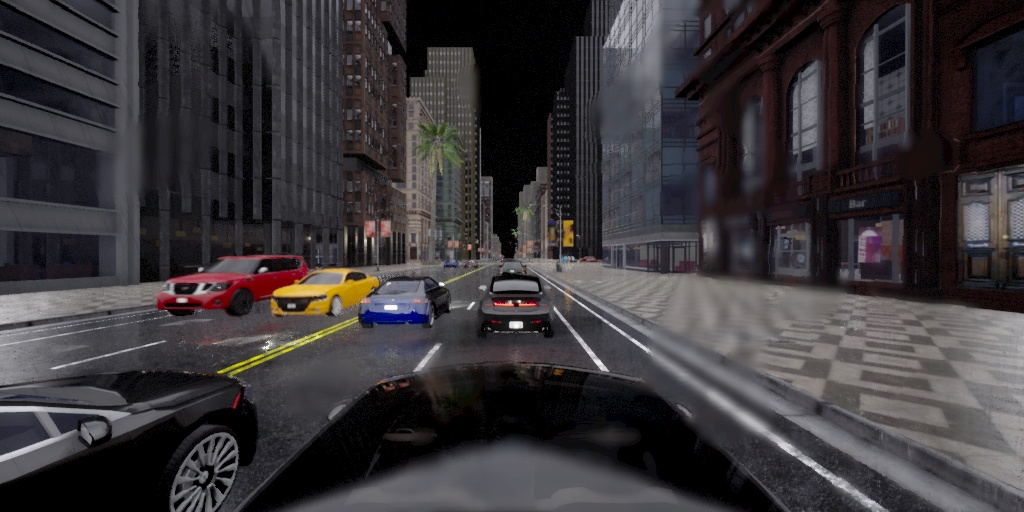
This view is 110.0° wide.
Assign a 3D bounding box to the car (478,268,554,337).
[{"bbox_3d":[0.091,1.254,10.223,1.837,1.490,4.892,0,0,0],"label":"car"}]

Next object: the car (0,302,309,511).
[{"bbox_3d":[-3.147,1.241,1.179,2.128,1.511,4.902,0,0,0],"label":"car"}]

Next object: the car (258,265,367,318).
[{"bbox_3d":[-6.614,1.227,13.249,1.882,1.535,5.008,0,0,0],"label":"car"}]

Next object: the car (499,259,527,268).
[{"bbox_3d":[0.058,1.101,27.674,2.097,1.767,4.553,0,0,1],"label":"car"}]

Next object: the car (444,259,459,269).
[{"bbox_3d":[-9.822,1.253,58.416,1.882,1.535,5.008,0,0,0],"label":"car"}]

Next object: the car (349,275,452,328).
[{"bbox_3d":[-3.160,1.313,11.348,1.994,1.385,4.181,0,0,0],"label":"car"}]

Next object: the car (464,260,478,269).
[{"bbox_3d":[-6.572,1.301,58.420,1.812,1.442,4.674,0,0,0],"label":"car"}]

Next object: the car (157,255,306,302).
[{"bbox_3d":[-9.864,0.971,13.474,2.150,2.045,5.566,0,0,0],"label":"car"}]
